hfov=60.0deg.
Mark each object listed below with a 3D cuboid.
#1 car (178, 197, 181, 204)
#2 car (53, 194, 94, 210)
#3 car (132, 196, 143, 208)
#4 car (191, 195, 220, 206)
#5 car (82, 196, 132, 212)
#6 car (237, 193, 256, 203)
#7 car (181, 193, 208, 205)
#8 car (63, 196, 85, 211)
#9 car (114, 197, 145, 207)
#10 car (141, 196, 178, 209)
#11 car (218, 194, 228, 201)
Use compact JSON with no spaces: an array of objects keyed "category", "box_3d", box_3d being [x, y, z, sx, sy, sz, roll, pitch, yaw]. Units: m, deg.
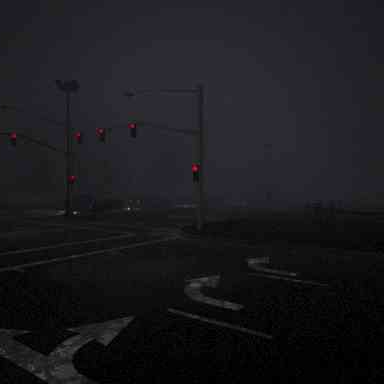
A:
[{"category":"car","box_3d":[-3.129,1.600,60.368,1.895,1.301,4.718,0,0,35]},{"category":"car","box_3d":[-15.108,1.221,43.214,2.150,2.045,5.566,0,0,35]},{"category":"car","box_3d":[-7.097,1.352,48.593,2.097,1.767,4.553,0,0,35]},{"category":"car","box_3d":[2.322,1.601,55.963,1.895,1.301,4.718,0,0,35]},{"category":"car","box_3d":[-9.762,1.491,38.649,2.128,1.511,4.902,0,0,35]},{"category":"car","box_3d":[11.275,1.242,68.507,2.150,2.045,5.566,0,0,36]},{"category":"car","box_3d":[0.967,1.222,60.123,2.150,2.045,5.566,0,0,35]},{"category":"car","box_3d":[-12.500,1.547,40.844,2.033,1.411,5.357,0,0,35]},{"category":"car","box_3d":[-9.541,1.526,51.201,1.812,1.442,4.674,0,0,35]},{"category":"car","box_3d":[-4.465,1.601,46.249,1.895,1.301,4.718,0,0,35]},{"category":"car","box_3d":[6.157,1.284,73.376,2.128,1.511,4.902,0,0,36]}]
